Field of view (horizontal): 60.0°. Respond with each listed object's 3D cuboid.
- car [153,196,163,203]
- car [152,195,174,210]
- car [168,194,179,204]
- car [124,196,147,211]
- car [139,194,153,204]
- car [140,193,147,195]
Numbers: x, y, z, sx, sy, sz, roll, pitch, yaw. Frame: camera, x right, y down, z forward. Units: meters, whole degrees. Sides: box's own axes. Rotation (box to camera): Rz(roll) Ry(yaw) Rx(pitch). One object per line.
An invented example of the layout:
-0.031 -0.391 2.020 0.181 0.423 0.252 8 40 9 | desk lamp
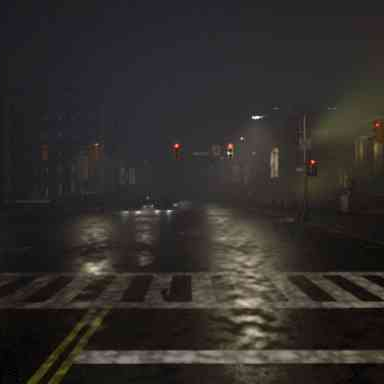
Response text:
-7.273 1.567 71.281 1.895 1.301 4.718 0 0 -3 | car
-3.642 1.508 42.962 1.812 1.442 4.674 0 0 0 | car
-3.650 1.540 62.324 1.994 1.385 4.181 0 0 0 | car
-7.141 1.509 40.906 1.812 1.442 4.674 0 0 0 | car
-7.153 1.525 56.198 2.033 1.411 5.357 0 0 0 | car
-12.169 1.081 86.051 1.837 1.490 4.892 0 0 -32 | car
